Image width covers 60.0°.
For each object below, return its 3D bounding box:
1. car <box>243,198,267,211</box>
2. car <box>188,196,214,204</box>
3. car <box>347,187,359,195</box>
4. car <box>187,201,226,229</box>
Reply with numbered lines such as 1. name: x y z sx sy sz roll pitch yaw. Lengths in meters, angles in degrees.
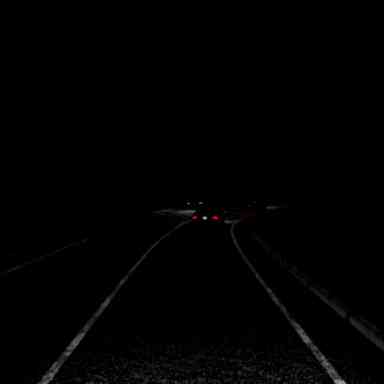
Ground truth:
1. car: 7.754 1.416 40.530 2.128 1.511 4.902 -1 0 29
2. car: 1.204 1.338 42.330 2.097 1.767 4.553 0 0 28
3. car: 32.766 0.054 67.680 5.566 2.045 2.150 -2 0 -25
4. car: 1.148 1.567 21.877 2.033 1.411 5.357 0 0 9
